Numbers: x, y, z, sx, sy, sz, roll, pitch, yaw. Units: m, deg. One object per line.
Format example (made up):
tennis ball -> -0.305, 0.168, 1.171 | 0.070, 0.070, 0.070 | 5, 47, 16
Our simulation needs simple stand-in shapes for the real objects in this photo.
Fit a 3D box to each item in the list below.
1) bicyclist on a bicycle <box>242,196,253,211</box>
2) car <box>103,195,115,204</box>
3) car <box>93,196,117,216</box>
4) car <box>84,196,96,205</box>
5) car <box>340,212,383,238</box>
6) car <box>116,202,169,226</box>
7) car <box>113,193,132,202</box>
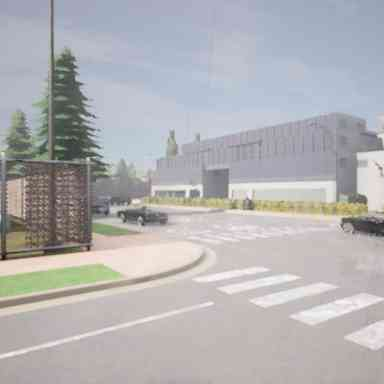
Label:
bicyclist on a bicycle -> 5.999, 1.240, 35.853 | 1.656, 1.620, 0.582 | -1, 0, -35
car -> -15.788, 1.436, 63.570 | 2.128, 1.511, 4.902 | 0, 0, -12
car -> -9.384, 1.475, 31.706 | 2.128, 1.511, 4.902 | 0, 0, -35
car -> -18.755, 1.503, 61.235 | 2.033, 1.411, 5.357 | 0, 0, -15
car -> 9.174, 1.567, 15.738 | 1.895, 1.301, 4.718 | 0, 0, -11
car -> -3.505, 1.586, 23.321 | 1.895, 1.301, 4.718 | 0, 0, -35
car -> -11.496, 1.172, 53.776 | 2.150, 2.045, 5.566 | 0, 0, -30
